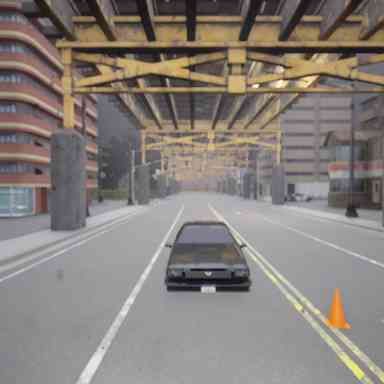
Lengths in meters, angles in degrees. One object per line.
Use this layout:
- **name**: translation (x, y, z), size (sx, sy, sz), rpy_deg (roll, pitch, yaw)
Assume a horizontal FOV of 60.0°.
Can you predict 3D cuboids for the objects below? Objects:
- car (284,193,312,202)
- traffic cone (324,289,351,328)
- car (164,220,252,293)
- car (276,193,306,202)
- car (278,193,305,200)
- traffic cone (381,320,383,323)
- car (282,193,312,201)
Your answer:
- **car**: translation (17.401, 0.968, 55.355), size (4.974, 1.542, 2.038), rpy_deg (0, 1, -20)
- **traffic cone**: translation (2.449, 1.945, 5.617), size (0.340, 0.580, 0.340), rpy_deg (0, 0, 0)
- **car**: translation (0.352, 1.527, 9.221), size (2.033, 1.411, 5.357), rpy_deg (0, 0, 1)
- **car**: translation (17.744, 0.918, 59.512), size (4.974, 1.542, 2.038), rpy_deg (0, 1, 25)
- **car**: translation (17.791, 0.761, 59.488), size (4.536, 1.218, 1.853), rpy_deg (0, 1, 25)
- **traffic cone**: translation (3.449, 1.945, 5.613), size (0.340, 0.580, 0.340), rpy_deg (0, 0, 0)
- **car**: translation (17.450, 0.810, 55.371), size (4.536, 1.218, 1.853), rpy_deg (0, 1, -20)
